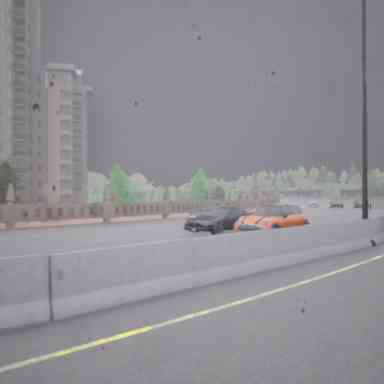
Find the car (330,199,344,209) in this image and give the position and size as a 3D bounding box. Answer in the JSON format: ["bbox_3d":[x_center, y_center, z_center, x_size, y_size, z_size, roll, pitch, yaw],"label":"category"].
[{"bbox_3d":[23.738,1.896,54.524,1.882,1.535,5.008,0,-1,19],"label":"car"}]

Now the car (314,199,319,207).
[{"bbox_3d":[22.042,2.020,60.677,1.812,1.442,4.674,0,-1,16],"label":"car"}]

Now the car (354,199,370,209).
[{"bbox_3d":[26.735,1.865,52.447,1.882,1.535,5.008,0,0,20],"label":"car"}]

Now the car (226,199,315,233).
[{"bbox_3d":[4.160,1.439,17.089,4.553,1.767,2.097,0,-1,-45],"label":"car"}]

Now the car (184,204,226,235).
[{"bbox_3d":[1.986,1.652,19.710,5.357,1.411,2.033,0,-1,-44],"label":"car"}]
